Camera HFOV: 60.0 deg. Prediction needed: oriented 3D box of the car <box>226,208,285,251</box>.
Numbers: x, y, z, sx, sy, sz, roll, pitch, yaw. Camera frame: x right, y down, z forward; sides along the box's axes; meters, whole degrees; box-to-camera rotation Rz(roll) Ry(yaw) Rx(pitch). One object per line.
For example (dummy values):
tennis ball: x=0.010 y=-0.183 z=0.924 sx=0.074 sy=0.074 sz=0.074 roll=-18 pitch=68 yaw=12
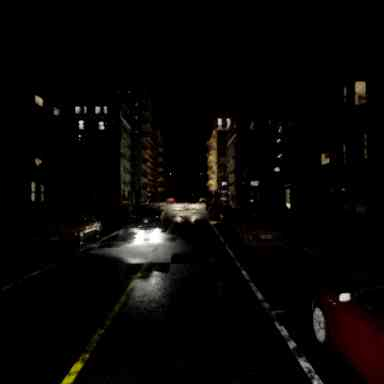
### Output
car: x=2.767 y=1.656 z=14.708 sx=1.752 sy=1.417 sz=4.829 roll=0 pitch=-1 yaw=0

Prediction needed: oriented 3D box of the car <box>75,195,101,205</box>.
car: x=-19.958 y=1.720 z=61.828 sx=4.507 sy=1.381 sz=1.887 roll=1 pitch=-2 yaw=0

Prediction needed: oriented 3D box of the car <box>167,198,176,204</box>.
car: x=-5.721 y=2.347 z=87.172 sx=1.887 sy=1.381 sz=4.507 roll=0 pitch=-1 yaw=0

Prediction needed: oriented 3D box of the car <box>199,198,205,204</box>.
car: x=2.861 y=2.231 z=85.946 sx=1.967 sy=1.590 sz=4.097 roll=0 pitch=-1 yaw=0

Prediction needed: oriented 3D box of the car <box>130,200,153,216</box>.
car: x=-5.788 y=1.783 z=38.380 sx=1.967 sy=1.590 sz=4.097 roll=1 pitch=-1 yaw=0

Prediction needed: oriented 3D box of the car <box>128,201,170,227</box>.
car: x=-3.083 y=1.711 z=24.738 sx=2.128 sy=1.511 sz=4.902 roll=0 pitch=0 yaw=0

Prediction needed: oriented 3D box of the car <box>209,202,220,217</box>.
car: x=2.846 y=1.837 z=30.473 sx=1.947 sy=1.339 sz=4.313 roll=0 pitch=-1 yaw=0

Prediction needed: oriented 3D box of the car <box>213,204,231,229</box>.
car: x=2.812 y=1.754 z=22.928 sx=2.008 sy=1.369 sz=4.403 roll=0 pitch=-1 yaw=0

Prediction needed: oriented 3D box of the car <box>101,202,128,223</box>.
car: x=-5.789 y=1.795 z=27.560 sx=2.008 sy=1.369 sz=4.403 roll=1 pitch=-1 yaw=0

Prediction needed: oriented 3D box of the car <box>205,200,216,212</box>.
car: x=2.851 y=1.935 z=39.474 sx=1.802 sy=1.307 sz=4.206 roll=0 pitch=-1 yaw=0

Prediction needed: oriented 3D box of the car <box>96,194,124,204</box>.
car: x=-16.084 y=1.453 z=64.620 sx=5.566 sy=2.045 sz=2.150 roll=2 pitch=-1 yaw=0

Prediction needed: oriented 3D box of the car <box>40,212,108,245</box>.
car: x=-5.742 y=1.670 z=16.325 sx=1.752 sy=1.417 sz=4.829 roll=1 pitch=-1 yaw=0

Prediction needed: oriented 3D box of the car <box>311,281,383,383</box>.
car: x=2.707 y=1.577 z=3.471 sx=1.887 sy=1.381 sz=4.507 roll=1 pitch=-1 yaw=0

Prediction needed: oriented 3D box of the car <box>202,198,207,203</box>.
car: x=2.856 y=1.981 z=48.475 sx=1.887 sy=1.381 sz=4.507 roll=0 pitch=-1 yaw=0
